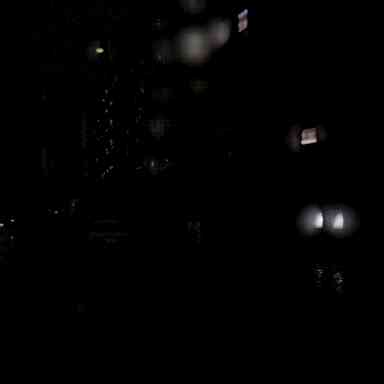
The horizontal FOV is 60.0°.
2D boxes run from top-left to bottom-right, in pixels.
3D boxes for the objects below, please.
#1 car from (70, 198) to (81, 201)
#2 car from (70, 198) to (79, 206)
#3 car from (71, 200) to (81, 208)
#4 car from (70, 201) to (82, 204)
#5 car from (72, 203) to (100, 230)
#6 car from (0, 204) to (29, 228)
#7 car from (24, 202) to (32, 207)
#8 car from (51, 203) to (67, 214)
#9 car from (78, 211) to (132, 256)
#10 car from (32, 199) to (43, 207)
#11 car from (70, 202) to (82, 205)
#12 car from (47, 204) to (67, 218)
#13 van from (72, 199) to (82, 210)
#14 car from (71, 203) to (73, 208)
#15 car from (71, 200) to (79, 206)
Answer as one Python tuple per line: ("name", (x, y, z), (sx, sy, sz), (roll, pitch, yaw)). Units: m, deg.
("car", (-19.035, 2.264, 55.411), (1.967, 1.590, 4.097), (1, -1, -20))
("car", (-30.606, 2.586, 86.575), (2.192, 1.841, 5.009), (1, -1, -20))
("car", (-24.821, 2.489, 70.992), (1.967, 1.590, 4.097), (1, -1, -20))
("car", (-15.178, 2.240, 45.021), (1.947, 1.339, 4.313), (1, -1, -20))
("car", (-7.461, 1.808, 24.250), (1.967, 1.590, 4.097), (1, -1, -20))
("car", (-14.171, 1.943, 25.666), (2.033, 1.411, 5.357), (0, -1, -20))
("car", (-26.874, 2.334, 52.443), (1.887, 1.381, 4.507), (1, -1, -20))
("car", (-18.565, 2.298, 46.435), (1.895, 1.301, 4.718), (0, -1, -20))
("car", (-3.665, 1.739, 14.021), (1.752, 1.417, 4.829), (1, -1, -20))
("car", (-34.590, 2.640, 73.217), (2.008, 1.369, 4.403), (1, -1, -20))
("car", (-13.250, 2.164, 39.828), (1.947, 1.339, 4.313), (1, -1, -20))
("car", (-15.046, 2.125, 37.078), (1.994, 1.385, 4.181), (0, -1, -20))
("van", (-20.961, 2.240, 60.606), (1.690, 1.788, 3.998), (1, -1, -20))
("car", (-11.321, 2.104, 34.634), (1.802, 1.307, 4.206), (1, -1, -20))
("car", (-28.681, 2.742, 81.378), (1.887, 1.381, 4.507), (1, -1, -20))
